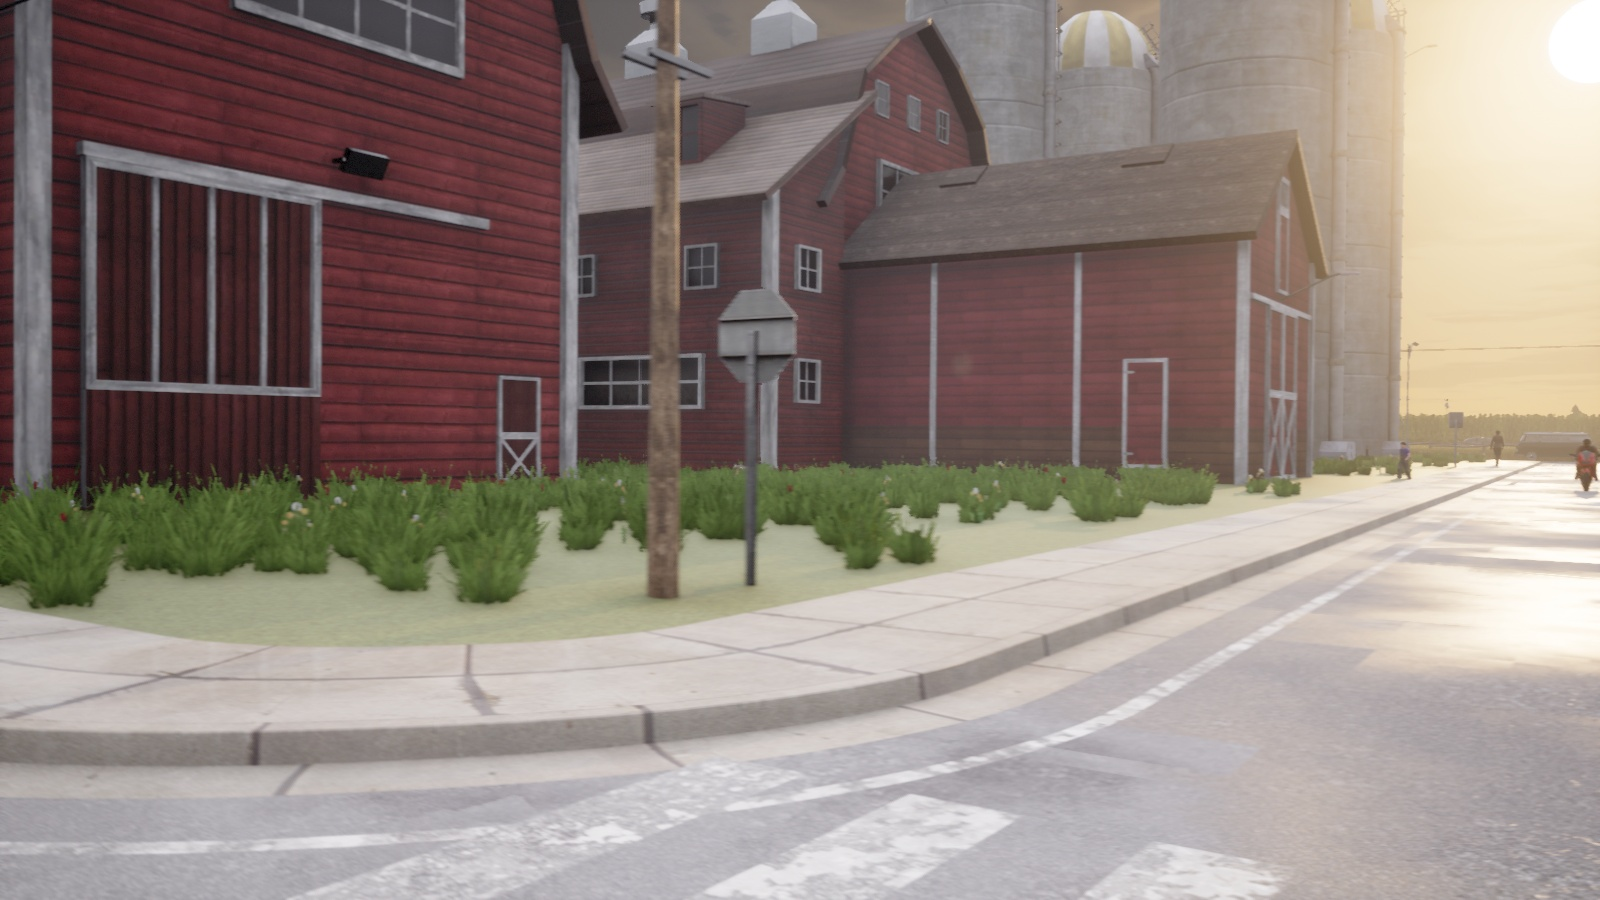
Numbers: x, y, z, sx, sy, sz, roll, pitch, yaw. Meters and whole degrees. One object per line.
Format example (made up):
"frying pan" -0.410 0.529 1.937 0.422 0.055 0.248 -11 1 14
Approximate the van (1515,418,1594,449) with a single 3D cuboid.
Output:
"van" 49.982 -1.105 83.209 4.442 1.987 1.775 0 1 33

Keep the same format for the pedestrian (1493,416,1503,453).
"pedestrian" 34.160 -0.762 61.462 0.328 1.805 0.869 0 1 36

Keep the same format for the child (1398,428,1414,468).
"child" 19.483 -0.061 40.384 0.437 1.263 0.270 -1 1 -29

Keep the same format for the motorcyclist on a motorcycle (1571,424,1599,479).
"motorcyclist on a motorcycle" 22.530 0.019 35.888 0.797 1.523 2.044 0 1 33
